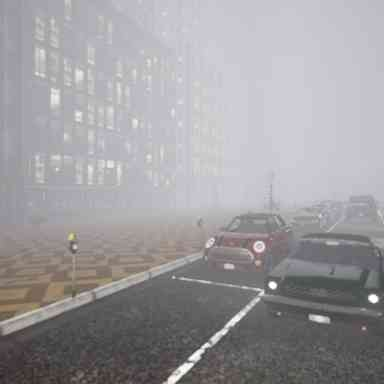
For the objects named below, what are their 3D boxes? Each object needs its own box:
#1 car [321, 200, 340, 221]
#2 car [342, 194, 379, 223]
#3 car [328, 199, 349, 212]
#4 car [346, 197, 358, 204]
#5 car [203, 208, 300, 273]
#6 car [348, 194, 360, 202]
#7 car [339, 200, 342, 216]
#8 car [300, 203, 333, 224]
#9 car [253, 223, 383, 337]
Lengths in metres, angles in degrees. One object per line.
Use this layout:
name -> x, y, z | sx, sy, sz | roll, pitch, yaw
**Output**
car -> 9.738, 1.575, 25.153 | 2.008, 1.369, 4.403 | 0, 0, 28
car -> 13.472, 1.251, 26.420 | 2.150, 2.045, 5.566 | 0, 0, 28
car -> 17.554, 1.613, 39.762 | 1.947, 1.339, 4.313 | 0, 0, 28
car -> 33.185, 1.682, 68.982 | 1.947, 1.339, 4.313 | 0, 0, 28
car -> 1.923, 1.444, 10.544 | 1.967, 1.590, 4.097 | 0, 0, 28
car -> 38.394, 1.458, 78.722 | 2.192, 1.841, 5.009 | 0, 0, 28
car -> 12.344, 1.472, 30.023 | 1.967, 1.590, 4.097 | 0, 0, 28
car -> 7.133, 1.568, 20.282 | 2.008, 1.369, 4.403 | 0, 0, 28
car -> 2.956, 1.606, 6.970 | 1.895, 1.301, 4.718 | 0, 0, 28
